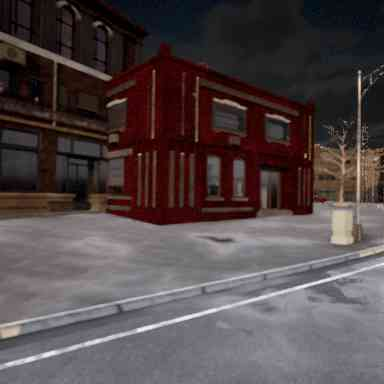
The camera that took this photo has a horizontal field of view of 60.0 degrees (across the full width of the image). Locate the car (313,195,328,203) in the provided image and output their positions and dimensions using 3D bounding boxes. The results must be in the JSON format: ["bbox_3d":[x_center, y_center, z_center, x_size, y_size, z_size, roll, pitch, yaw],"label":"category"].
[{"bbox_3d":[22.074,1.259,59.861,1.895,1.301,4.718,1,0,-22],"label":"car"}]
